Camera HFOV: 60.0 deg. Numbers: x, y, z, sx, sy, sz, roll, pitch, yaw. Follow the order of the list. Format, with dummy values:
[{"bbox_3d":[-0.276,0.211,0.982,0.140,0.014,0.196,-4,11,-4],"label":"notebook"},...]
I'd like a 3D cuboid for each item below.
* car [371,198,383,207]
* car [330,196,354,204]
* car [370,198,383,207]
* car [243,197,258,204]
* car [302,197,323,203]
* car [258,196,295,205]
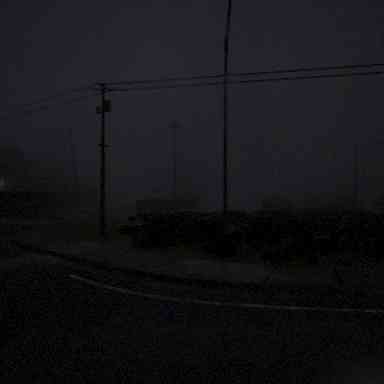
[{"bbox_3d":[33.304,1.768,57.687,2.128,1.511,4.902,0,0,1],"label":"car"},{"bbox_3d":[25.708,1.552,56.863,3.866,1.878,1.905,0,0,2],"label":"car"},{"bbox_3d":[29.676,1.457,51.903,1.895,1.301,4.718,0,0,1],"label":"car"},{"bbox_3d":[12.622,1.724,69.523,3.905,1.438,1.784,0,0,2],"label":"car"},{"bbox_3d":[25.516,1.771,70.356,4.193,1.474,1.816,0,0,2],"label":"car"},{"bbox_3d":[12.174,1.466,47.048,4.605,1.855,1.932,0,0,2],"label":"car"}]
